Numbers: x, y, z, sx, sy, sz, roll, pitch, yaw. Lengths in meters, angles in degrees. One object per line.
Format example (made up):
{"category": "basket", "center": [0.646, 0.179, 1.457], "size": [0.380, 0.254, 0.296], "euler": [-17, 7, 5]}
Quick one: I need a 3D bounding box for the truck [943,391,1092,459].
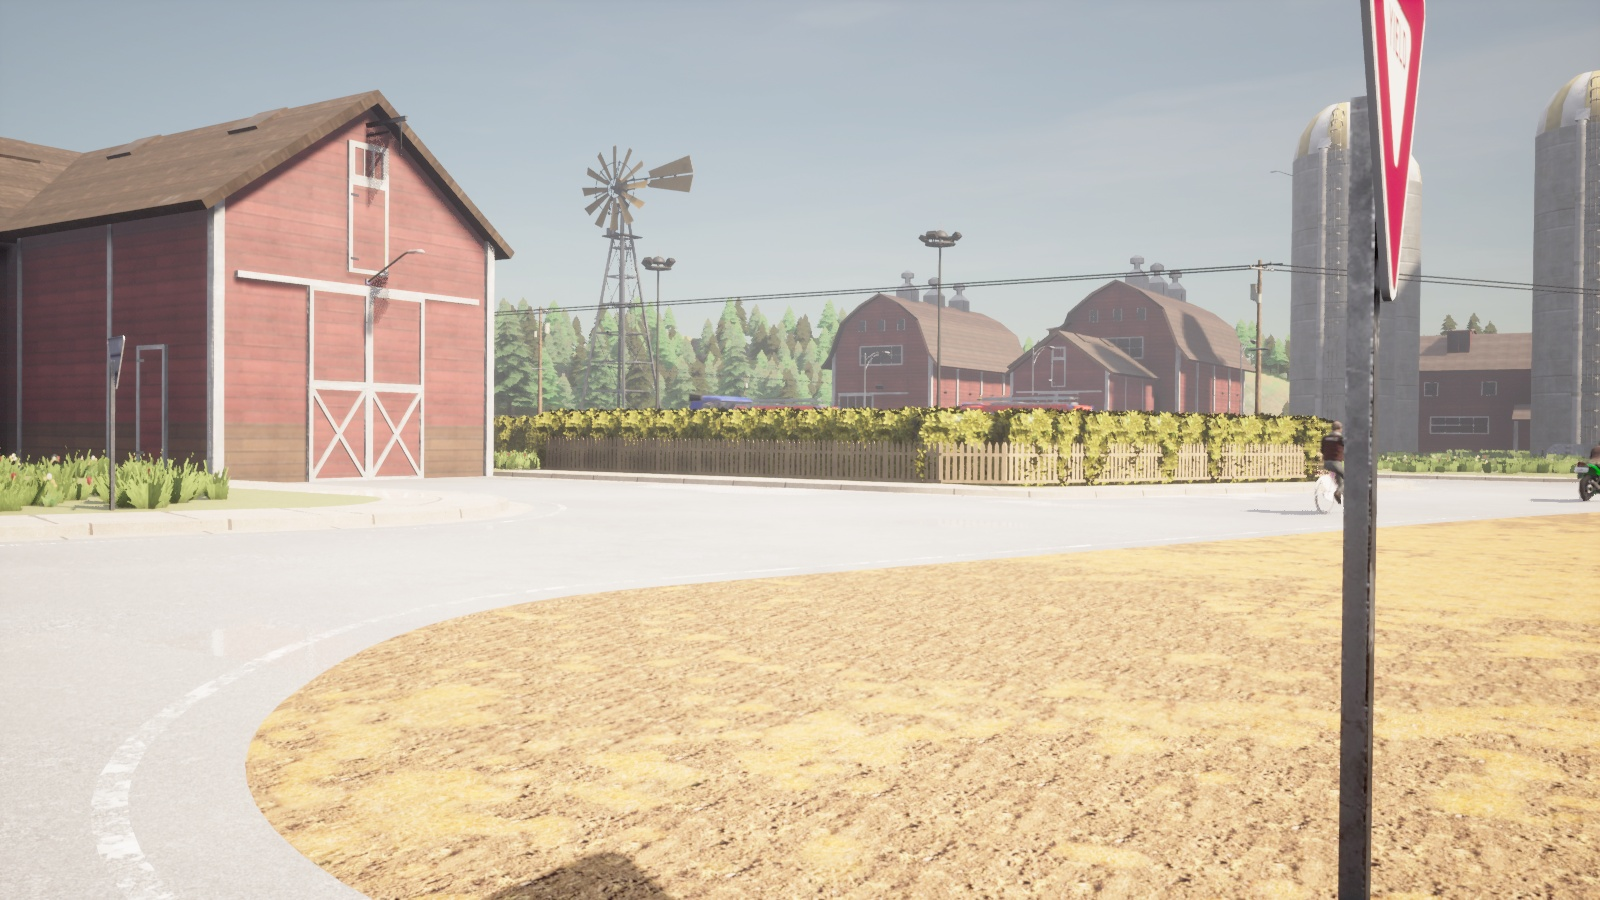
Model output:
{"category": "truck", "center": [12.865, -1.433, 74.932], "size": [8.468, 3.827, 2.891], "euler": [0, 1, 41]}

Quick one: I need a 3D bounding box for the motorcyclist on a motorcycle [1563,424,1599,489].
{"category": "motorcyclist on a motorcycle", "center": [19.441, 0.140, 30.440], "size": [2.044, 1.523, 0.797], "euler": [-1, 1, -33]}

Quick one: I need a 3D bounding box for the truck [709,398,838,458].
{"category": "truck", "center": [-1.837, -1.428, 84.342], "size": [8.468, 3.827, 2.891], "euler": [0, 1, 33]}

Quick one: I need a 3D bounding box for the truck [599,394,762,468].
{"category": "truck", "center": [-5.983, -0.906, 62.243], "size": [7.936, 3.462, 2.891], "euler": [0, 1, 33]}

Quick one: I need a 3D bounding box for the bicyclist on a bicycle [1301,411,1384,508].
{"category": "bicyclist on a bicycle", "center": [10.368, 0.158, 23.983], "size": [1.843, 1.776, 0.659], "euler": [-1, 1, -38]}
